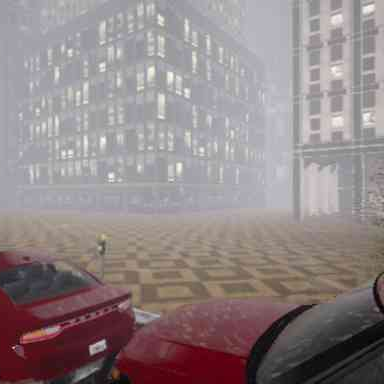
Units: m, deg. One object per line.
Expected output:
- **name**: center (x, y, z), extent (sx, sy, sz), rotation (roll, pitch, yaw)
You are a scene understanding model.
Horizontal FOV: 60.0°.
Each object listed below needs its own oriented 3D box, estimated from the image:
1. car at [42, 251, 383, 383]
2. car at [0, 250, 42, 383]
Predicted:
- **car**: center (1.678, 1.315, 1.684), extent (5.009, 1.841, 2.192), rotation (0, 0, 36)
- **car**: center (-2.831, 1.545, 4.901), extent (4.507, 1.381, 1.887), rotation (0, 0, 36)
